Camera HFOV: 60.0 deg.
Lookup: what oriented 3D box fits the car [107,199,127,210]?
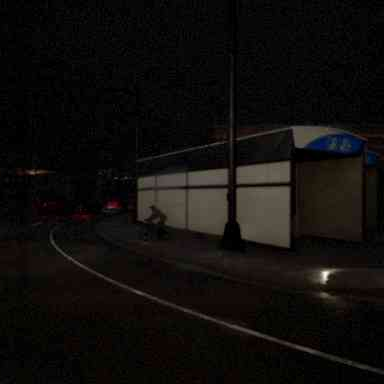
[{"bbox_3d":[-11.276,1.844,50.208,1.882,1.535,5.008,0,0,7],"label":"car"}]

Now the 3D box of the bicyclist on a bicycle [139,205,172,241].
[{"bbox_3d":[-1.628,1.425,15.154,1.656,1.620,0.582,0,0,-31],"label":"bicyclist on a bicycle"}]

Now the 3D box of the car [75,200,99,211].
[{"bbox_3d":[-14.988,1.896,47.823,1.994,1.385,4.181,0,0,1],"label":"car"}]

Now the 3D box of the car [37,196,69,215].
[{"bbox_3d":[-15.490,1.474,38.026,2.150,2.045,5.566,0,0,3],"label":"car"}]

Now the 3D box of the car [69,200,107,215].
[{"bbox_3d":[-11.951,1.766,38.608,2.128,1.511,4.902,0,0,3],"label":"car"}]
